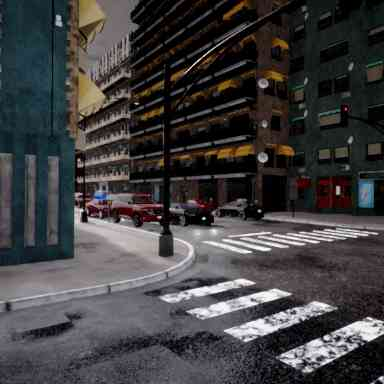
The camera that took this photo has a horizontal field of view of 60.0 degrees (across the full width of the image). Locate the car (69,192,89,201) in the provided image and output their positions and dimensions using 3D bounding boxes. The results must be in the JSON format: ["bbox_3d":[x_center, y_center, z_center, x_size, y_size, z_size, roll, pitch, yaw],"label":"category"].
[{"bbox_3d":[-19.304,0.769,56.760,1.887,1.381,4.507,2,0,-36],"label":"car"}]

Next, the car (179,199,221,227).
[{"bbox_3d":[-0.473,1.321,20.833,1.994,1.385,4.181,1,0,-36],"label":"car"}]

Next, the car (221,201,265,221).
[{"bbox_3d":[3.553,1.353,25.168,1.947,1.339,4.313,2,0,-36],"label":"car"}]

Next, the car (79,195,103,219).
[{"bbox_3d":[-6.524,1.183,24.801,1.887,1.381,4.507,2,0,-36],"label":"car"}]

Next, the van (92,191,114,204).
[{"bbox_3d":[-12.769,0.726,47.735,1.690,1.788,3.998,2,0,-36],"label":"van"}]

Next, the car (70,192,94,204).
[{"bbox_3d":[-15.652,0.823,47.192,1.882,1.535,5.008,1,0,-36],"label":"car"}]

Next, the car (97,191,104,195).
[{"bbox_3d":[-6.054,0.971,28.557,2.097,1.767,4.553,1,0,-36],"label":"car"}]

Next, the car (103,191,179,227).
[{"bbox_3d":[-3.252,1.034,20.288,2.192,1.841,5.009,2,0,-36],"label":"car"}]

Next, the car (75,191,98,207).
[{"bbox_3d":[-12.085,0.948,36.906,1.882,1.535,5.008,1,0,-36],"label":"car"}]

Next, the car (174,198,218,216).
[{"bbox_3d":[0.287,1.289,29.681,1.802,1.307,4.206,2,0,-36],"label":"car"}]
